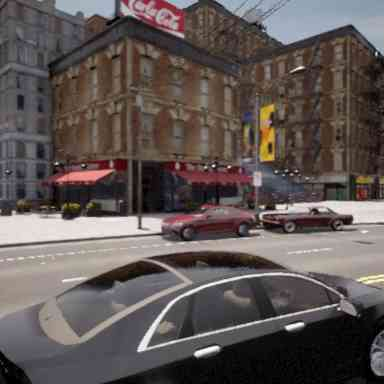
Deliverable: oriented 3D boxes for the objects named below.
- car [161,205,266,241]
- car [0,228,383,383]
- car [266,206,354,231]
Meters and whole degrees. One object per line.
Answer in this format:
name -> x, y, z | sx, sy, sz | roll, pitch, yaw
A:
car -> 0.868, 1.355, 15.679 | 4.674, 1.452, 2.002 | 0, 1, -26
car -> 0.491, 1.464, 3.846 | 4.892, 1.490, 1.837 | -1, 1, -31
car -> 6.138, 1.402, 17.931 | 4.718, 1.301, 1.895 | 0, 1, -16
